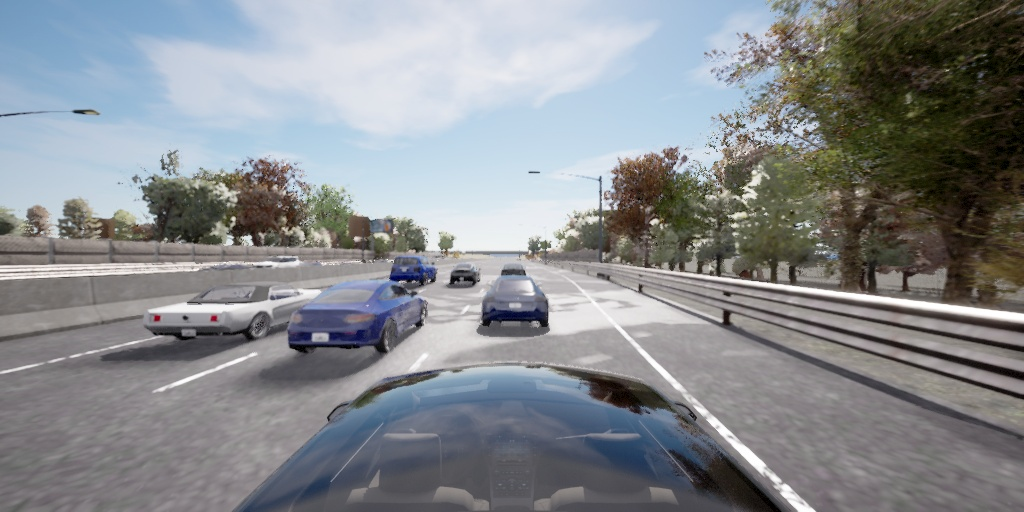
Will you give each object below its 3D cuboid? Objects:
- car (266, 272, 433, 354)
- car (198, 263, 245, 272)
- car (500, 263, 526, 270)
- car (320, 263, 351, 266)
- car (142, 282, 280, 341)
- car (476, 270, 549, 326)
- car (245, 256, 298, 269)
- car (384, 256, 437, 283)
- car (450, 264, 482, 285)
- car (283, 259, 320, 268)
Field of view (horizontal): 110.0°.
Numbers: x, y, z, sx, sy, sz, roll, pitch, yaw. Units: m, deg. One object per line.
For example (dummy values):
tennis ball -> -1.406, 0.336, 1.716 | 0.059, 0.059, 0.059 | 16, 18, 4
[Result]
car -> -3.409, 1.285, 8.693 | 1.812, 1.442, 4.674 | 0, 0, 0
car -> -28.012, 1.354, 35.400 | 2.033, 1.411, 5.357 | 0, 0, -1
car -> 0.099, 1.272, 28.186 | 1.882, 1.535, 5.008 | 0, 0, 0
car -> -17.583, 1.377, 37.279 | 1.994, 1.385, 4.181 | 0, 0, 0
car -> -6.906, 1.362, 9.894 | 1.895, 1.301, 4.718 | 0, 0, 0
car -> 0.095, 1.329, 11.831 | 1.994, 1.385, 4.181 | 0, 0, 0
car -> -24.580, 1.036, 37.624 | 2.150, 2.045, 5.566 | 0, 0, 0
car -> -6.902, 1.010, 25.651 | 2.150, 2.045, 5.566 | 0, 0, 0
car -> -3.403, 1.296, 26.651 | 1.837, 1.490, 4.892 | 0, 0, 0
car -> -21.081, 1.338, 37.129 | 1.812, 1.442, 4.674 | 0, 0, 0
